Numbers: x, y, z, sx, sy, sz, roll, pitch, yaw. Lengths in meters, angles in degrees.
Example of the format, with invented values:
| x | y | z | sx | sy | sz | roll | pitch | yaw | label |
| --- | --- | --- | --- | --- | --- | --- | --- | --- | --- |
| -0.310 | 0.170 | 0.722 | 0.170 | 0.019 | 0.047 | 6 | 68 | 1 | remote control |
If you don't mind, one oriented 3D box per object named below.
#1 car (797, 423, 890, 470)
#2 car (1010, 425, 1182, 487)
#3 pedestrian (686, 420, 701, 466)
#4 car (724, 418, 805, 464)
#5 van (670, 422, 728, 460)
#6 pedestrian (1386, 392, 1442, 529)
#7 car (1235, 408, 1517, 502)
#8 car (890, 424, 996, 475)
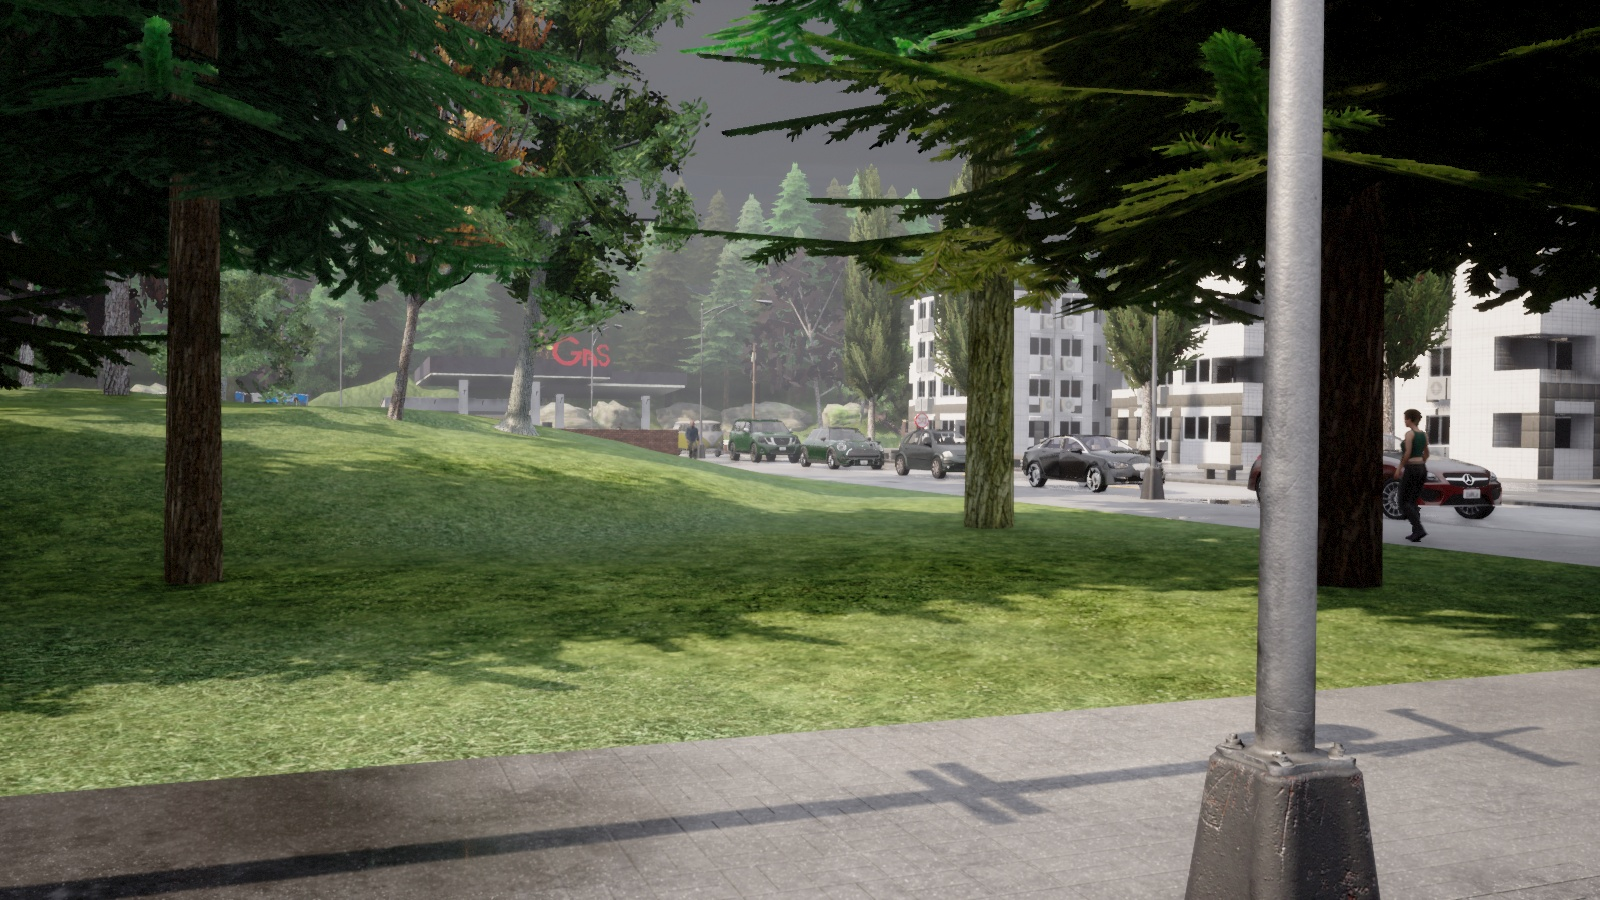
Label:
| x | y | z | sx | sy | sz | roll | pitch | yaw | label |
| --- | --- | --- | --- | --- | --- | --- | --- | --- | --- |
| 1.674 | -0.177 | 50.135 | 2.097 | 1.767 | 4.553 | -1 | 1 | -21 | car |
| 7.848 | 0.118 | 33.881 | 2.128 | 1.511 | 4.902 | -1 | 1 | -21 | car |
| -4.320 | -0.274 | 50.935 | 0.402 | 1.842 | 0.726 | -1 | 1 | -21 | pedestrian |
| -1.750 | -0.427 | 59.157 | 2.150 | 2.045 | 5.566 | -1 | 1 | -20 | car |
| -5.595 | -0.515 | 69.180 | 1.775 | 1.987 | 4.442 | -1 | 1 | -24 | van |
| 8.384 | 0.138 | 17.154 | 0.345 | 1.836 | 0.594 | -1 | 1 | -26 | pedestrian |
| 11.236 | 0.049 | 24.984 | 2.152 | 1.651 | 5.027 | -1 | 1 | -21 | car |
| 4.729 | -0.040 | 42.088 | 1.851 | 1.617 | 3.988 | -1 | 1 | -21 | car |
